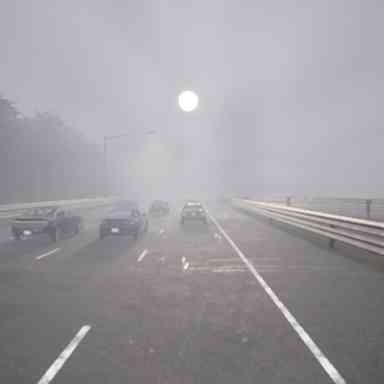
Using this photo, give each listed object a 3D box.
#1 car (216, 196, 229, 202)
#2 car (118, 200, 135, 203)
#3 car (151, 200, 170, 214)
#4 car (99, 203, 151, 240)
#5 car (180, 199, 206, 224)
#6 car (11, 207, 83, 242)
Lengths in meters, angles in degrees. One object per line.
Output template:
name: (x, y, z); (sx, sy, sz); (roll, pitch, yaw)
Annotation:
car: (6.405, 1.465, 69.518); (1.994, 1.385, 4.181); (0, 0, -9)
car: (-6.890, 1.510, 35.168); (2.033, 1.411, 5.357); (0, 0, 0)
car: (-3.390, 1.509, 35.207); (2.033, 1.411, 5.357); (0, 0, 0)
car: (-3.409, 1.519, 17.001); (1.812, 1.442, 4.674); (0, 0, 0)
car: (0.106, 1.531, 24.754); (2.033, 1.411, 5.357); (0, 0, 0)
car: (-6.898, 1.486, 16.367); (2.128, 1.511, 4.902); (0, 0, 0)
